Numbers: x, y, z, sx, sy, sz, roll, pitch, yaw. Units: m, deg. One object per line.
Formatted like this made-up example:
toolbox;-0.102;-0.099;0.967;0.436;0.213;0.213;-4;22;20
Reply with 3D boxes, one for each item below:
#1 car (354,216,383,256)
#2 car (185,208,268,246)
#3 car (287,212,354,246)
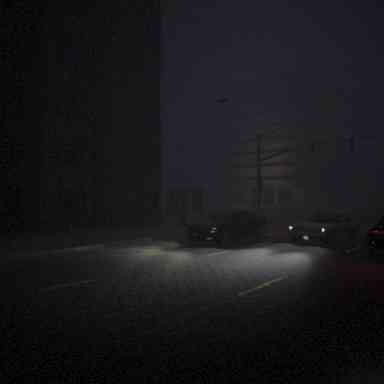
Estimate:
car;8.047;1.549;12.427;2.128;1.511;4.902;0;0;43
car;1.800;1.566;16.152;1.882;1.535;5.008;0;0;42
car;6.409;1.681;16.008;1.895;1.301;4.718;0;0;43
